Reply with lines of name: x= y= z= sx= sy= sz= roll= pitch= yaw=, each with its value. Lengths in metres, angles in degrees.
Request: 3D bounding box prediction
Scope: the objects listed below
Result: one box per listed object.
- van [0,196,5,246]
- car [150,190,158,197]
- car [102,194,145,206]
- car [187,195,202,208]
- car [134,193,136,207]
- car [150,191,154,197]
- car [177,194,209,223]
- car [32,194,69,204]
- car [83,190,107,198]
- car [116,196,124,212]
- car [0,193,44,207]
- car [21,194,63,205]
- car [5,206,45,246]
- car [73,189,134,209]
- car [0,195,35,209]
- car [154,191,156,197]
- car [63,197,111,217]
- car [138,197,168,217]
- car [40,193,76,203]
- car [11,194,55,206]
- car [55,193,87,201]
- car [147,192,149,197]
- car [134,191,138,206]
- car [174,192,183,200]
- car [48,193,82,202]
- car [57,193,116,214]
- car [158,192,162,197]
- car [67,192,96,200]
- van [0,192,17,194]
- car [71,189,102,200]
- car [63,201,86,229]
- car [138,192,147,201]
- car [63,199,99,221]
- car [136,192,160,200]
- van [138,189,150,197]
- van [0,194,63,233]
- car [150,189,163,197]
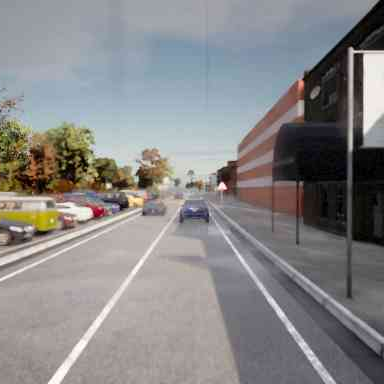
van: x=-9.423 y=1.232 z=11.668 sx=4.442 sy=1.987 sz=1.878 roll=0 pitch=0 yaw=0
car: x=-9.083 y=0.917 z=59.721 sx=4.674 sy=1.452 sz=2.002 roll=0 pitch=1 yaw=0
car: x=-9.336 y=1.082 z=45.594 sx=5.366 sy=1.575 sz=1.946 roll=0 pitch=1 yaw=0
car: x=0.310 y=1.177 z=42.910 sx=1.837 sy=1.490 sz=4.892 roll=0 pitch=1 yaw=1
car: x=-9.375 y=1.207 z=37.118 sx=5.366 sy=1.575 sz=1.946 roll=0 pitch=1 yaw=0
car: x=-9.082 y=0.990 z=54.070 sx=4.792 sy=1.488 sz=2.163 roll=0 pitch=1 yaw=0
car: x=0.178 y=1.248 z=24.907 sx=2.097 sy=1.767 sz=4.553 roll=0 pitch=1 yaw=0
car: x=-21.722 y=1.032 z=51.228 sx=4.792 sy=1.488 sz=2.163 roll=0 pitch=1 yaw=0
car: x=-21.531 y=0.522 z=73.820 sx=4.553 sy=1.767 sz=2.185 roll=0 pitch=0 yaw=0
car: x=-9.218 y=1.333 z=31.467 sx=4.674 sy=1.452 sz=2.002 roll=0 pitch=1 yaw=0
car: x=-21.763 y=1.003 z=42.632 sx=4.553 sy=1.767 sz=2.185 roll=0 pitch=1 yaw=0
car: x=-21.711 y=1.045 z=48.280 sx=5.008 sy=1.535 sz=2.097 roll=0 pitch=1 yaw=0
car: x=-9.296 y=1.506 z=14.492 sx=4.674 sy=1.452 sz=2.002 roll=0 pitch=0 yaw=0
car: x=-9.231 y=1.000 z=34.288 sx=5.566 sy=2.045 sz=2.435 roll=0 pitch=1 yaw=0
car: x=-21.750 y=1.170 z=39.810 sx=5.008 sy=1.535 sz=2.097 roll=0 pitch=1 yaw=0
car: x=-9.101 y=0.959 z=56.896 sx=4.674 sy=1.452 sz=2.002 roll=0 pitch=1 yaw=0
car: x=-9.236 y=1.376 z=25.816 sx=5.008 sy=1.535 sz=2.097 roll=0 pitch=1 yaw=0
car: x=-3.241 y=1.409 z=29.576 sx=1.994 sy=1.385 sz=4.181 roll=0 pitch=1 yaw=0
car: x=-21.675 y=0.960 z=54.051 sx=5.008 sy=1.535 sz=2.097 roll=0 pitch=1 yaw=0
car: x=-21.714 y=1.087 z=45.456 sx=5.008 sy=1.535 sz=2.097 roll=0 pitch=1 yaw=0
car: x=-21.650 y=0.878 z=59.698 sx=4.892 sy=1.521 sz=2.231 roll=0 pitch=1 yaw=0
car: x=-9.135 y=1.084 z=48.419 sx=4.674 sy=1.452 sz=2.002 roll=0 pitch=1 yaw=0
car: x=-9.208 y=1.043 z=39.941 sx=4.553 sy=1.767 sz=2.185 roll=0 pitch=1 yaw=0
car: x=-2.713 y=0.799 z=70.112 sx=1.837 sy=1.490 sz=4.892 roll=0 pitch=1 yaw=1
car: x=-21.662 y=0.919 z=56.874 sx=5.008 sy=1.535 sz=2.097 roll=0 pitch=1 yaw=0
car: x=-9.260 y=1.209 z=28.640 sx=4.553 sy=1.767 sz=2.185 roll=0 pitch=1 yaw=0
car: x=-9.054 y=0.791 z=65.371 sx=5.008 sy=1.535 sz=2.097 roll=0 pitch=1 yaw=0
car: x=-21.639 y=0.792 z=65.344 sx=4.892 sy=1.521 sz=2.231 roll=0 pitch=1 yaw=0
van: x=-21.874 y=0.984 z=37.111 sx=4.442 sy=1.987 sz=1.878 roll=0 pitch=1 yaw=0
car: x=-21.592 y=0.498 z=68.040 sx=5.566 sy=2.045 sz=2.435 roll=0 pitch=1 yaw=0
car: x=-9.270 y=1.494 z=20.157 sx=4.674 sy=1.452 sz=2.002 roll=0 pitch=1 yaw=0
car: x=-8.978 y=1.124 z=42.767 sx=5.366 sy=1.575 sz=1.946 roll=0 pitch=1 yaw=0
car: x=-9.252 y=1.458 z=22.991 sx=4.674 sy=1.452 sz=2.002 roll=0 pitch=1 yaw=0
car: x=-9.044 y=0.786 z=68.198 sx=4.674 sy=1.452 sz=2.002 roll=0 pitch=1 yaw=0
van: x=-9.241 y=0.776 z=51.241 sx=4.442 sy=1.987 sz=1.878 roll=0 pitch=1 yaw=0
van: x=-9.397 y=1.245 z=17.198 sx=4.442 sy=1.987 sz=1.878 roll=0 pitch=0 yaw=0
car: x=-9.005 y=0.450 z=71.018 sx=5.566 sy=2.045 sz=2.435 roll=0 pitch=1 yaw=0
